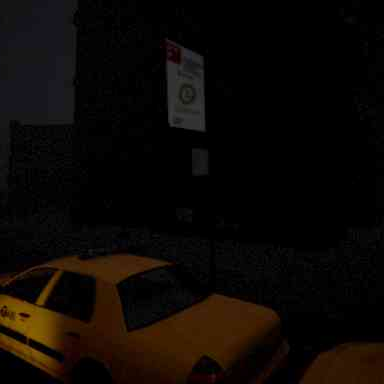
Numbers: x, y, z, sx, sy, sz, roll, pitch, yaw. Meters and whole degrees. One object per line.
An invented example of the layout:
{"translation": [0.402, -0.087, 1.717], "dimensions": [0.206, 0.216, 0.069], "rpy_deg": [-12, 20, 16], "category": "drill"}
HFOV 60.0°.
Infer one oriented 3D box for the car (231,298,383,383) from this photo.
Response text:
{"translation": [3.022, 1.466, 1.377], "dimensions": [5.366, 1.575, 1.946], "rpy_deg": [0, 0, 35], "category": "car"}
